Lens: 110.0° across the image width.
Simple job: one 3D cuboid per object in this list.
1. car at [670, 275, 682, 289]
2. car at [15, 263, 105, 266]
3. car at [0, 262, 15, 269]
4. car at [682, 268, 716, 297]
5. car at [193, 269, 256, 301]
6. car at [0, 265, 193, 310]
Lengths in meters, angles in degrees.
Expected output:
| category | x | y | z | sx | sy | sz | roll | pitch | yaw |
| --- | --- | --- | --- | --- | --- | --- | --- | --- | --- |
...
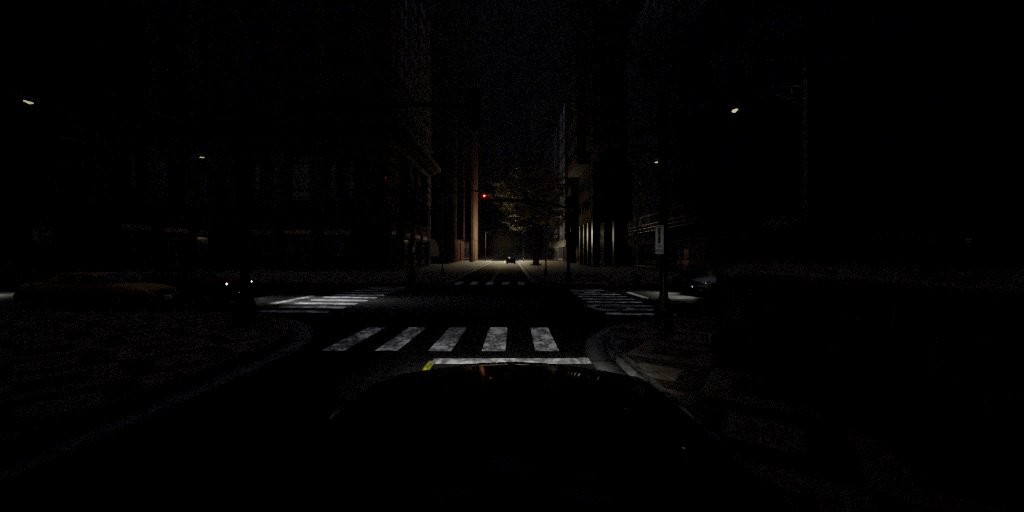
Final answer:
| category | x | y | z | sx | sy | sz | roll | pitch | yaw |
| --- | --- | --- | --- | --- | --- | --- | --- | --- | --- |
| car | 11.864 | 1.381 | 21.569 | 4.403 | 1.370 | 2.007 | 0 | 0 | 0 |
| car | -26.370 | 1.065 | 21.671 | 4.313 | 1.339 | 1.948 | 0 | 0 | 0 |
| car | -31.988 | 0.974 | 21.685 | 4.507 | 1.381 | 1.888 | 0 | 0 | 0 |
| car | 11.880 | 1.357 | 18.923 | 4.674 | 1.442 | 1.812 | 0 | 0 | 2 |
| car | -14.111 | 1.232 | 15.773 | 4.718 | 1.301 | 1.895 | 1 | 0 | 0 |
| car | -14.972 | 1.146 | 13.115 | 4.829 | 1.417 | 1.751 | 0 | 0 | 0 |
